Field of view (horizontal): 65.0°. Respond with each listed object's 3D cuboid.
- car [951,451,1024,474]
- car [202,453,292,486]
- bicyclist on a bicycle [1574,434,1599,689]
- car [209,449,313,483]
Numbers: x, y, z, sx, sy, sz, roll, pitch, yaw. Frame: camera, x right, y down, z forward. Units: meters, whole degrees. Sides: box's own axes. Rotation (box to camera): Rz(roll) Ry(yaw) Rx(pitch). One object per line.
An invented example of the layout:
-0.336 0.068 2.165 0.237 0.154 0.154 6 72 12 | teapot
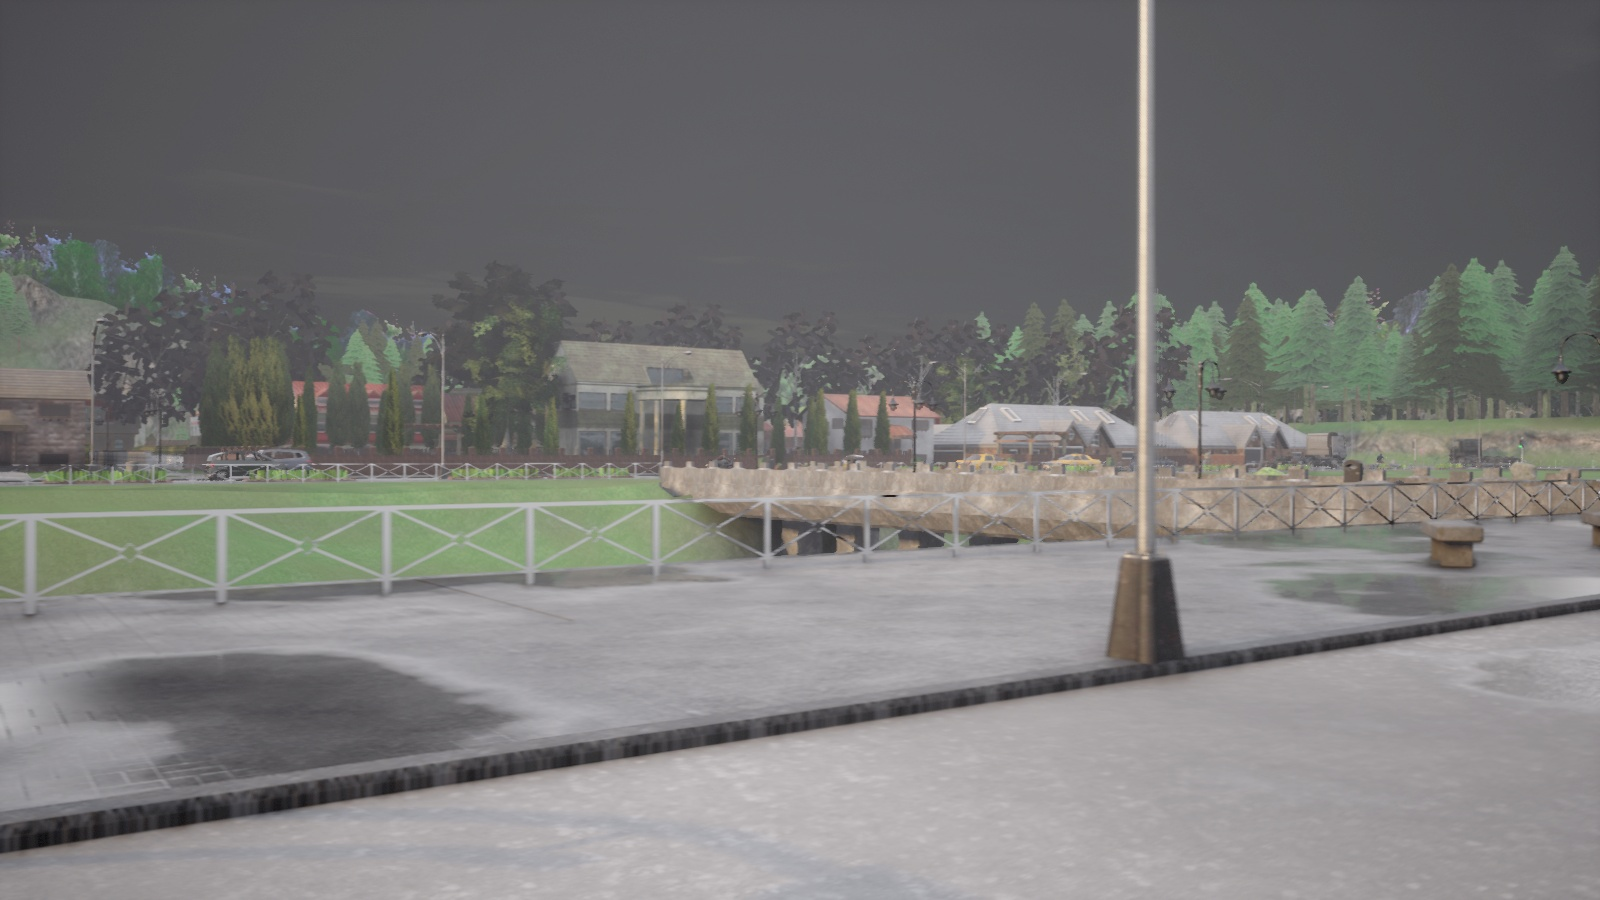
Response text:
13.252 0.873 88.642 5.366 1.575 1.801 0 0 -35 | car
-26.752 0.929 60.810 3.705 1.549 1.789 0 0 -35 | car
5.848 0.706 8.339 1.656 1.620 0.582 0 0 -35 | bicyclist on a bicycle
-27.843 0.807 64.925 4.611 1.667 2.242 0 0 -35 | car
